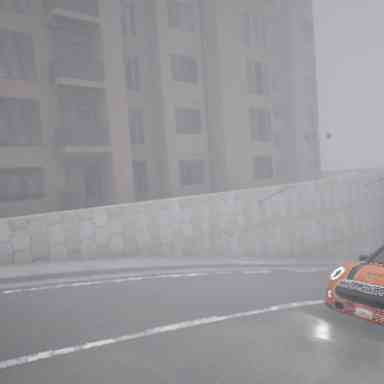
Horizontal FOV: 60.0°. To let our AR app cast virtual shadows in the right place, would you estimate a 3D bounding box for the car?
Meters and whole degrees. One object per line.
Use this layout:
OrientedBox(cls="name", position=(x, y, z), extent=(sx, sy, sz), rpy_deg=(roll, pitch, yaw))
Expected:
OrientedBox(cls="car", position=(5.131, 1.972, 7.639), extent=(4.553, 1.767, 2.097), rpy_deg=(8, -5, -35))
